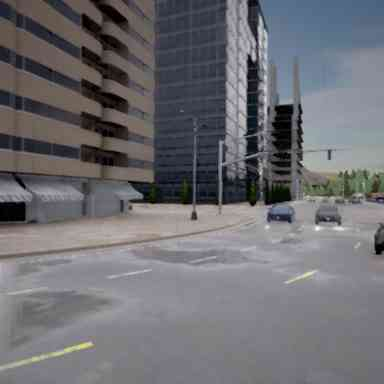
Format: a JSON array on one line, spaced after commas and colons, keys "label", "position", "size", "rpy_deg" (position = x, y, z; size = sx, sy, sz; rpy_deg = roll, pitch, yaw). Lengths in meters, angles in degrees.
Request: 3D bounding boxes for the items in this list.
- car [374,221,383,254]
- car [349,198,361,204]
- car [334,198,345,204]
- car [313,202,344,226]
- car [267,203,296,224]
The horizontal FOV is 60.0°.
[{"label": "car", "position": [8.625, 1.710, 13.569], "size": [1.994, 1.385, 4.181], "rpy_deg": [0, 0, 32]}, {"label": "car", "position": [40.578, 2.309, 82.200], "size": [1.994, 1.385, 4.181], "rpy_deg": [0, 0, 22]}, {"label": "car", "position": [37.283, 2.265, 83.386], "size": [2.128, 1.511, 4.902], "rpy_deg": [0, 0, 22]}, {"label": "car", "position": [10.748, 1.755, 26.257], "size": [1.837, 1.490, 4.892], "rpy_deg": [0, -1, 22]}, {"label": "car", "position": [7.427, 1.705, 27.387], "size": [1.882, 1.535, 5.008], "rpy_deg": [0, -1, 22]}]
